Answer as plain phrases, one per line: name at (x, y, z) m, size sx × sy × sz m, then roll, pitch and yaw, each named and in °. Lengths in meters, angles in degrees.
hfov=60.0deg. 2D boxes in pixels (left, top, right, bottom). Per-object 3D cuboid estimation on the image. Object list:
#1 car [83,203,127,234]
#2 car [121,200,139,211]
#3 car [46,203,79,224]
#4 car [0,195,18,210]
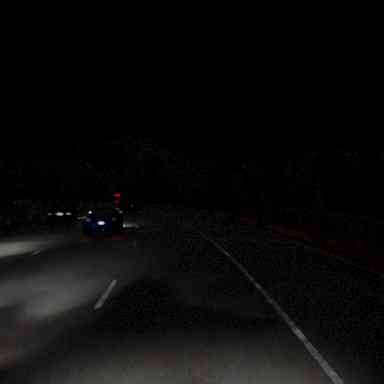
car at (-5.042, 1.585, 19.306) m, size 1.994 × 1.385 × 4.181 m, roll 0°, pitch 0°, yaw -9°
car at (-7.984, 1.641, 42.103) m, size 1.994 × 1.385 × 4.181 m, roll 0°, pitch 0°, yaw -22°
car at (-9.845, 1.586, 25.575) m, size 2.033 × 1.411 × 5.357 m, roll 0°, pitch 0°, yaw -14°
car at (-23.967, 1.351, 43.307) m, size 2.150 × 2.045 × 5.566 m, roll 0°, pitch -1°, yaw -27°
